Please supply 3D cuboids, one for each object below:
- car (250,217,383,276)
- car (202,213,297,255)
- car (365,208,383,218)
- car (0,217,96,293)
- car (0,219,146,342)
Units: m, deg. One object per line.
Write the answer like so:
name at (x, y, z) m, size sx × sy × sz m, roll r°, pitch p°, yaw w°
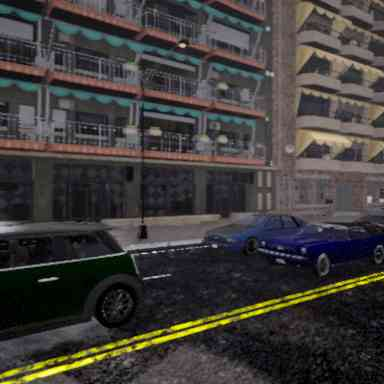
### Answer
car at (4.324, 1.637, 10.550) m, size 4.718 × 1.301 × 1.895 m, roll 0°, pitch 0°, yaw -34°
car at (3.024, 1.583, 13.585) m, size 5.357 × 1.411 × 2.033 m, roll 0°, pitch 0°, yaw -34°
car at (11.538, 1.630, 19.132) m, size 5.357 × 1.411 × 2.033 m, roll 0°, pitch 0°, yaw -32°
car at (-5.032, 1.498, 8.018) m, size 4.892 × 1.490 × 1.837 m, roll 0°, pitch 0°, yaw -35°
car at (-3.125, 1.347, 5.385) m, size 4.553 × 1.767 × 2.097 m, roll 0°, pitch 0°, yaw -35°
